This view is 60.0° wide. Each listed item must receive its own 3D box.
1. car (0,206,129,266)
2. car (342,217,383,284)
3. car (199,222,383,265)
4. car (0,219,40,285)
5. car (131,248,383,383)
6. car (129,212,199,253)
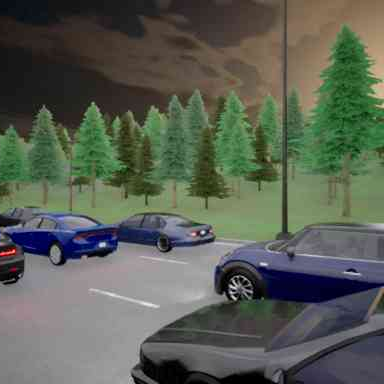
[{"bbox_3d":[-4.765,1.474,11.670,5.008,1.535,1.882,0,0,35],"label":"car"},{"bbox_3d":[6.431,1.505,7.976,4.892,1.490,1.837,0,0,36],"label":"car"},{"bbox_3d":[2.657,1.351,6.359,4.553,1.767,2.097,0,0,36],"label":"car"},{"bbox_3d":[-6.053,1.501,8.270,4.892,1.490,1.837,0,0,36],"label":"car"},{"bbox_3d":[1.982,1.548,2.524,5.357,1.411,2.033,0,0,36],"label":"car"},{"bbox_3d":[-1.639,1.544,13.740,5.357,1.411,2.033,0,0,35],"label":"car"}]
